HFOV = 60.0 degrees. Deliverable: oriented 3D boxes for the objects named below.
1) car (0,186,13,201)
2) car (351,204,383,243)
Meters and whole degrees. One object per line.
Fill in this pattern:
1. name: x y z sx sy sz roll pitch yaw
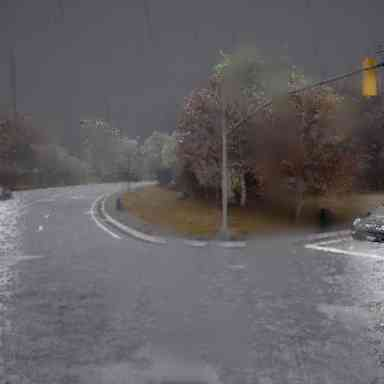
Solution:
1. car: -24.401 0.155 41.865 2.097 1.767 4.553 0 3 -10
2. car: 9.175 1.277 14.877 4.553 1.767 2.097 -1 1 -34
